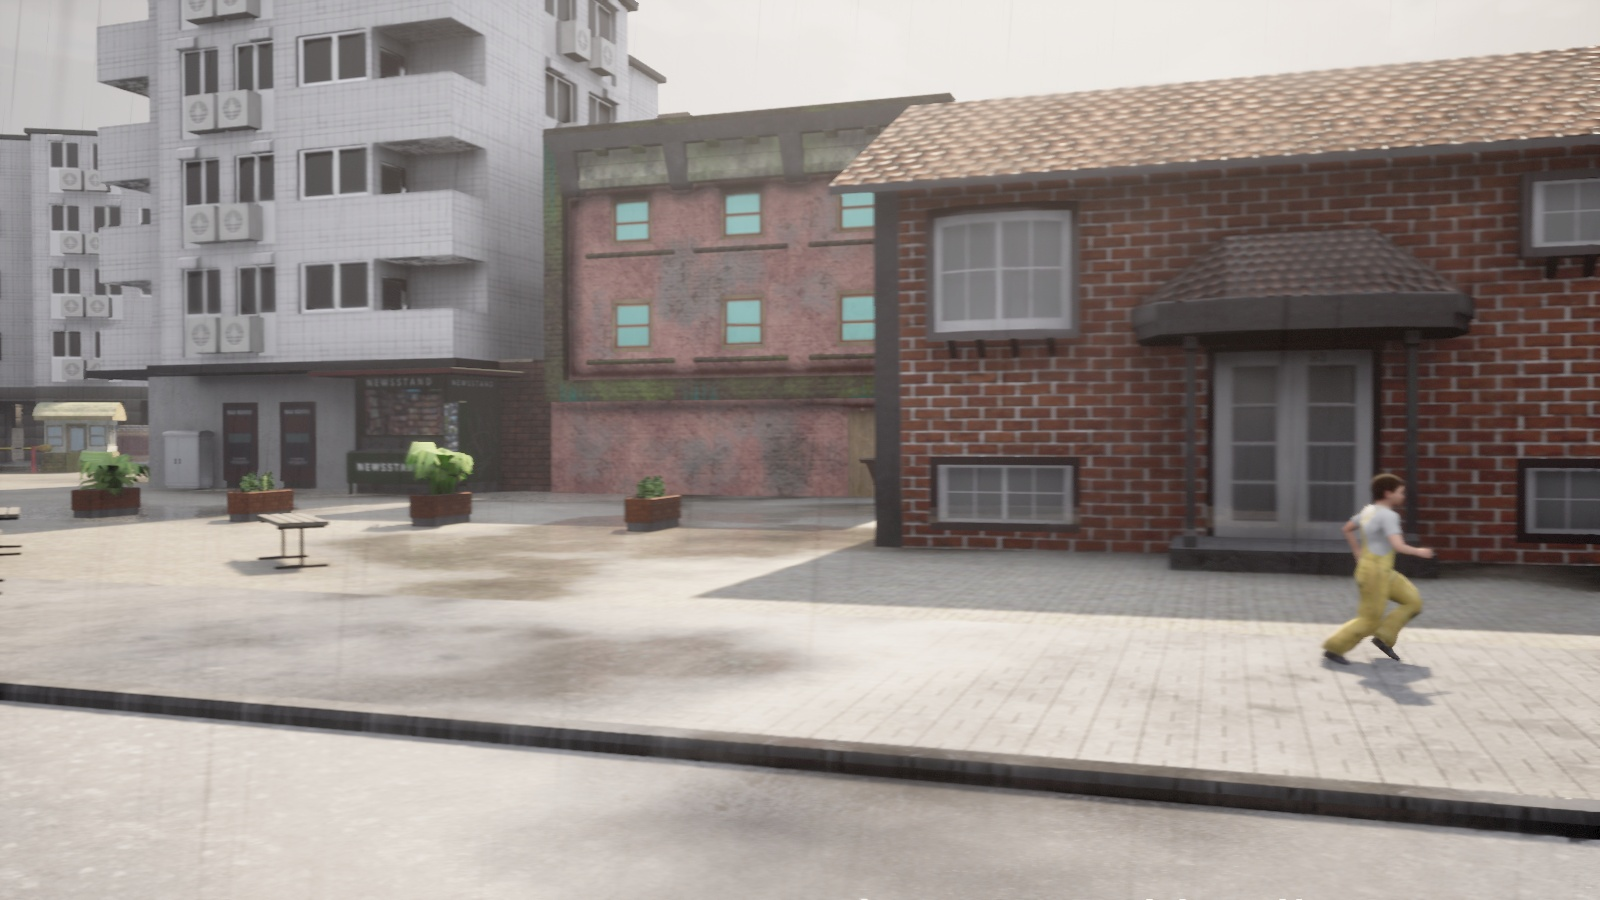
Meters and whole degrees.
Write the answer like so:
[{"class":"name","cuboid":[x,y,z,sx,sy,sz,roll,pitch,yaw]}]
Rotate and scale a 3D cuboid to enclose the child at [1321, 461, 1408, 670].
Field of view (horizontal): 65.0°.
[{"class":"child","cuboid":[3.501,0.703,7.806,0.437,1.263,0.270,0,1,13]}]
